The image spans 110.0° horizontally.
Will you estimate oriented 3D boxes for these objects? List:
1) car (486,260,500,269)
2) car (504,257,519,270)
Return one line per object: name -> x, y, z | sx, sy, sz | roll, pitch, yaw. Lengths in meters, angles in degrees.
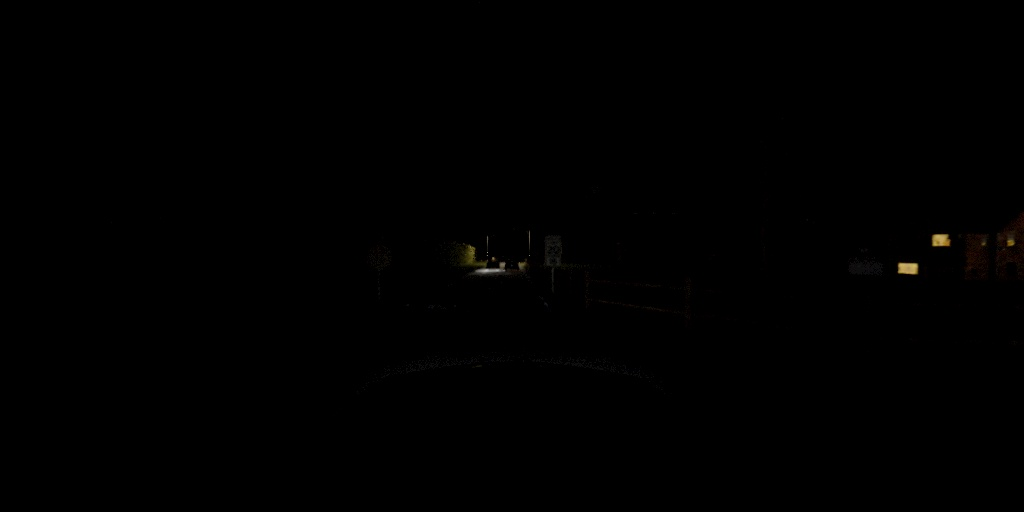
car -> -2.764, 1.212, 52.866 | 1.895, 1.301, 4.718 | 0, 0, 0
car -> -0.012, 1.184, 48.237 | 1.994, 1.385, 4.181 | 0, 0, 0
